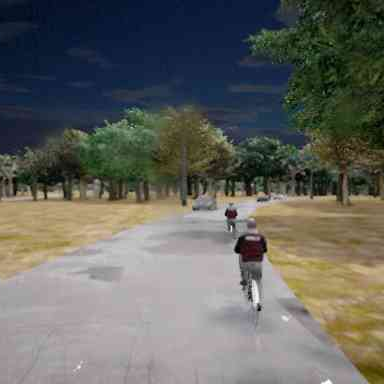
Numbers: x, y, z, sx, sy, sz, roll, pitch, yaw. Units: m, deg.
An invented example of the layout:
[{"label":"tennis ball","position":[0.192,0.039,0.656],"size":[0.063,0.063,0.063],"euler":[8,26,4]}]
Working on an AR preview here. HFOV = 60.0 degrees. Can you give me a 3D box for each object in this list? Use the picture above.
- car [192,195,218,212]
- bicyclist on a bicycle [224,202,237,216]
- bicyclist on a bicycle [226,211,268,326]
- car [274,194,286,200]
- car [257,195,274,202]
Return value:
[{"label":"car","position":[1.407,1.174,35.773],"size":[2.097,1.767,4.553],"euler":[0,0,14]},{"label":"bicyclist on a bicycle","position":[1.768,1.325,14.991],"size":[0.659,1.776,1.843],"euler":[0,0,6]},{"label":"bicyclist on a bicycle","position":[1.075,1.357,6.165],"size":[0.659,1.776,1.843],"euler":[0,0,3]},{"label":"car","position":[19.770,1.149,74.877],"size":[1.895,1.301,4.718],"euler":[0,0,31]},{"label":"car","position":[13.415,1.239,61.661],"size":[1.895,1.301,4.718],"euler":[0,0,24]}]
